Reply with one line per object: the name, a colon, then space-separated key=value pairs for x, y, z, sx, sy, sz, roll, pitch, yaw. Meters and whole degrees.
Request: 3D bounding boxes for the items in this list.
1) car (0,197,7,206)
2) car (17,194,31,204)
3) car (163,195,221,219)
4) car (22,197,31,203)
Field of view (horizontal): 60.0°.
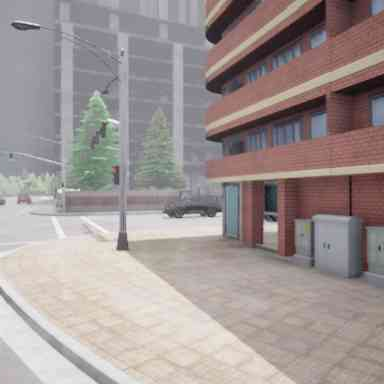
car: x=-34.970 y=1.718 z=60.519 sx=1.882 sy=1.535 sz=5.008 roll=0 pitch=0 yaw=-24
car: x=-34.960 y=1.487 z=69.102 sx=2.150 sy=2.045 sz=5.566 roll=0 pitch=0 yaw=-23
car: x=0.054 y=1.355 z=31.196 sx=5.566 sy=2.045 sz=2.150 roll=0 pitch=0 yaw=-23
car: x=-39.157 y=1.821 z=78.819 sx=1.812 sy=1.442 sz=4.674 roll=0 pitch=0 yaw=-23
